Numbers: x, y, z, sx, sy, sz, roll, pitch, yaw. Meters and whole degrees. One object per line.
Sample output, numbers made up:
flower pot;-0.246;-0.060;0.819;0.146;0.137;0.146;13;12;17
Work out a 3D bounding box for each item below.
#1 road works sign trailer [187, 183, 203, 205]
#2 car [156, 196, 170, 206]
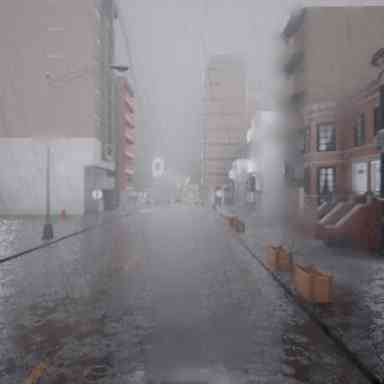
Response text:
road works sign trailer;0.085;0.290;53.524;2.380;3.560;2.880;0;0;-37
car;-4.448;1.340;50.873;1.837;1.490;4.892;1;0;-9
